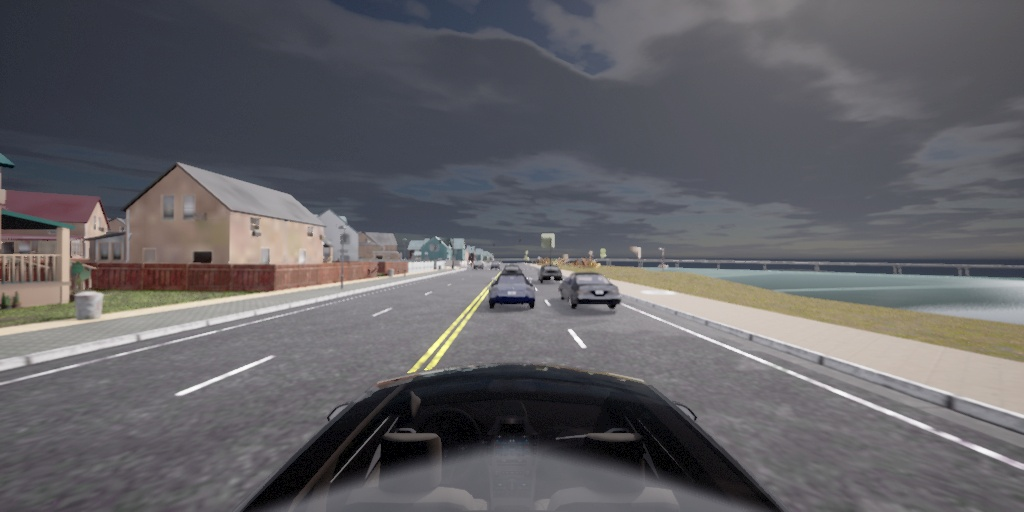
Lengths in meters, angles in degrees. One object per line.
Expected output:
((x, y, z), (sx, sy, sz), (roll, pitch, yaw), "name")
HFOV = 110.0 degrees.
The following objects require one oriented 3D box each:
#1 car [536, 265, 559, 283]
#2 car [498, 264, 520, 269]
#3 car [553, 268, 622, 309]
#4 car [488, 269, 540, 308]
((3.245, 1.538, 31.154), (1.837, 1.490, 4.892), (0, 0, 0), "car")
((-0.005, 1.538, 31.153), (1.837, 1.490, 4.892), (0, 0, 0), "car")
((3.247, 1.429, 15.832), (2.033, 1.411, 5.357), (0, -1, 0), "car")
((-0.001, 1.449, 16.149), (1.994, 1.385, 4.181), (0, -1, 0), "car")
